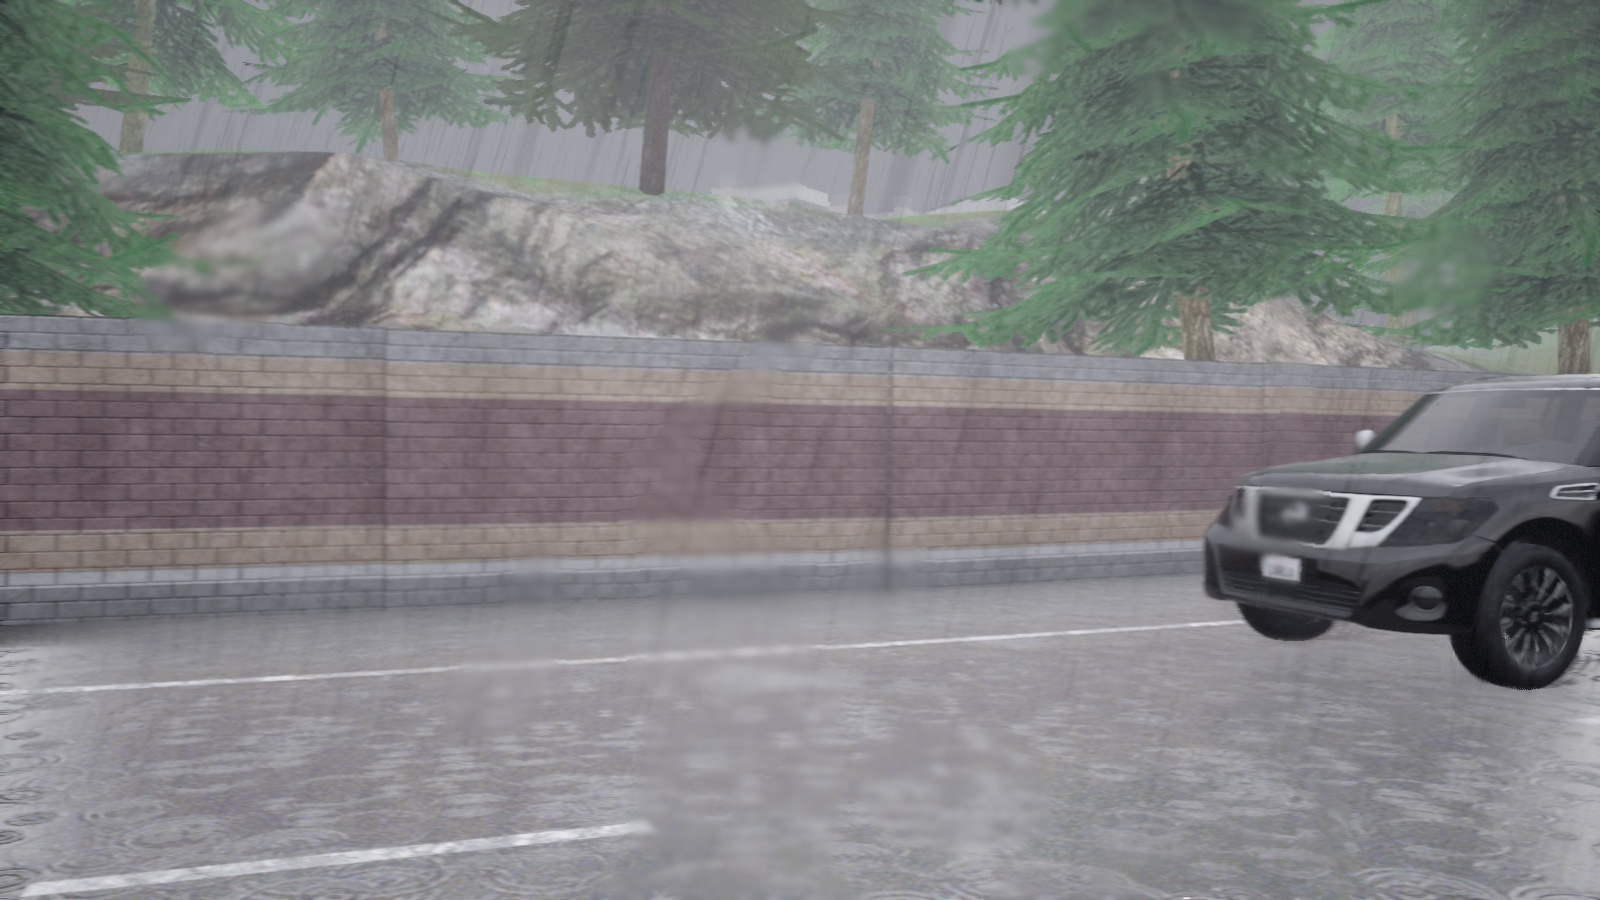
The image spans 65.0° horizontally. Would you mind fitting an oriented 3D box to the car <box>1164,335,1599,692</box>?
[{"bbox_3d":[5.634,0.308,9.294,5.566,2.045,2.150,-1,1,-24],"label":"car"}]
